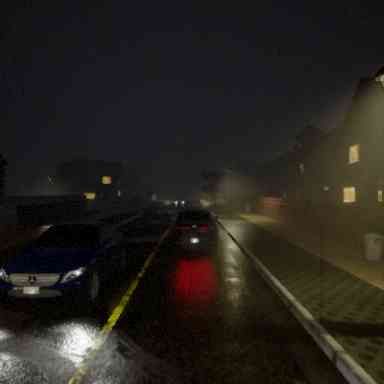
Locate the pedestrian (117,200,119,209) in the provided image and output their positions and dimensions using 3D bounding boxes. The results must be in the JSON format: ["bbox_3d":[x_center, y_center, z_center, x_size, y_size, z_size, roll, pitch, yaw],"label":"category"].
[{"bbox_3d":[-9.921,1.298,44.598,0.375,1.860,0.375,0,-2,5],"label":"pedestrian"}]

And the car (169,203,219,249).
[{"bbox_3d":[0.097,1.446,14.171,1.837,1.490,4.892,0,1,0],"label":"car"}]

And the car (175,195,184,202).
[{"bbox_3d":[-2.767,1.380,74.671,1.837,1.490,4.892,0,0,0],"label":"car"}]

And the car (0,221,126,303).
[{"bbox_3d":[-2.862,1.489,8.269,1.812,1.442,4.674,0,0,0],"label":"car"}]

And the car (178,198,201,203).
[{"bbox_3d":[0.088,1.448,27.666,2.033,1.411,5.357,0,0,0],"label":"car"}]
